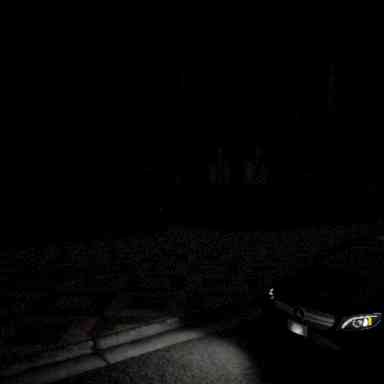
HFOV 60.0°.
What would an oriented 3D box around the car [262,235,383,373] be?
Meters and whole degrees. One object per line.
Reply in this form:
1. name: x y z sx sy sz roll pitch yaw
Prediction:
1. car: 3.274 1.529 5.702 4.674 1.442 1.812 0 0 -35
